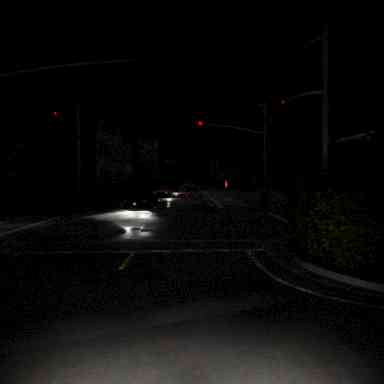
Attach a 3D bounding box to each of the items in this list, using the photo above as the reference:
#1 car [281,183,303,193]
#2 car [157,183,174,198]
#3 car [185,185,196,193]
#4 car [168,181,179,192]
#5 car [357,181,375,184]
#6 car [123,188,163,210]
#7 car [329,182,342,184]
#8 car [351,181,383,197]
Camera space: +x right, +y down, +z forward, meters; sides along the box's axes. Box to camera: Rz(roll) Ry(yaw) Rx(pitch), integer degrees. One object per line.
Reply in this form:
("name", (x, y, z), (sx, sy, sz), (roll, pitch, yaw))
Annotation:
("car", (15.262, -0.538, 52.100), (2.007, 1.523, 4.514), (-1, 2, 0))
("car", (-3.732, -0.032, 42.954), (1.882, 1.535, 5.008), (-1, 2, 0))
("car", (-0.178, -0.567, 58.719), (1.812, 1.442, 4.674), (-1, 2, 0))
("car", (-3.694, -0.989, 63.390), (2.150, 2.045, 5.566), (-1, 2, 0))
("car", (19.012, -0.181, 34.243), (1.905, 1.878, 3.866), (-1, 2, 0))
("car", (-3.966, 0.631, 26.357), (1.994, 1.385, 4.181), (0, 2, 7))
("car", (25.299, -1.046, 59.514), (2.152, 1.636, 5.027), (-1, 2, 0))
("car", (22.255, -0.468, 42.124), (1.932, 1.855, 4.605), (-1, 2, 0))
